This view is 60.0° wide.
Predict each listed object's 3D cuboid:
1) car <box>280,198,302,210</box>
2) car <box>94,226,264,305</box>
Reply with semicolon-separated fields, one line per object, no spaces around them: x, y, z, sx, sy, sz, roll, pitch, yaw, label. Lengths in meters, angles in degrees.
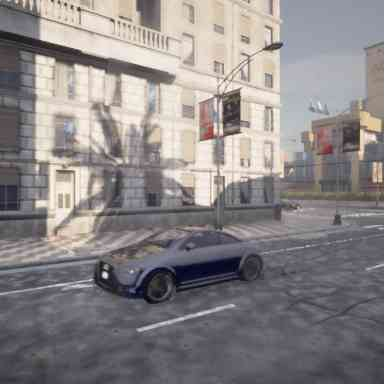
11.694;1.547;43.612;2.033;1.411;5.357;0;0;-36;car
-0.202;1.564;8.154;4.181;1.385;1.994;0;0;-36;car
